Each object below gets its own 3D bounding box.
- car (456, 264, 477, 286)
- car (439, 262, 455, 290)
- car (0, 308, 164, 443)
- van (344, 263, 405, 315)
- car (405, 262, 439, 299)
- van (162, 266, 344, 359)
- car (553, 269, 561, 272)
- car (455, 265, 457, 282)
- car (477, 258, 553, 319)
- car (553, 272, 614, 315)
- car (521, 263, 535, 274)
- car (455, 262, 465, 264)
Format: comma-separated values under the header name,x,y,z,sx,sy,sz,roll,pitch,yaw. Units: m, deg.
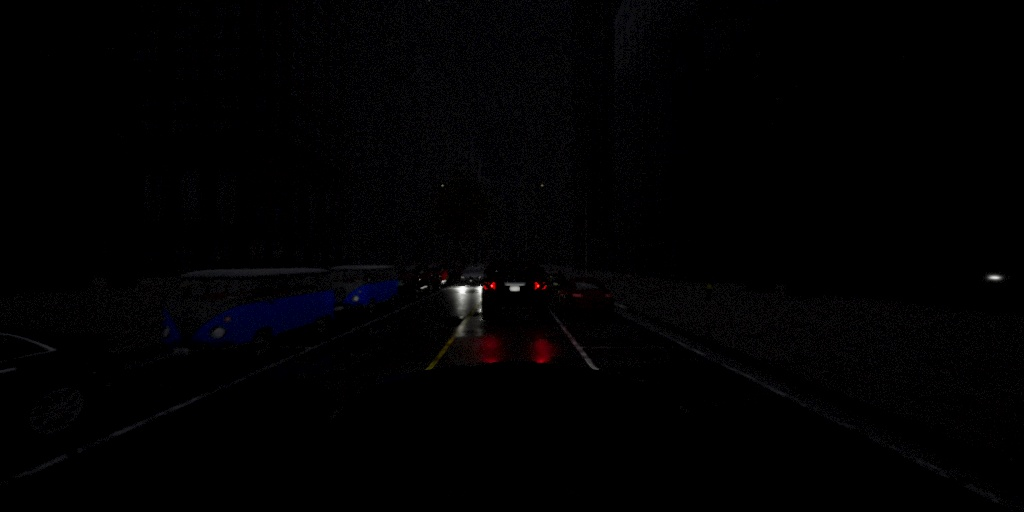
name,x,y,z,sx,sy,sz,roll,pitch,yaw
car,-3.089,1.606,29.248,1.812,1.442,4.674,0,-1,0
car,-5.752,1.349,25.374,2.192,1.841,5.009,0,0,0
car,-5.762,1.312,2.665,2.007,1.370,4.403,0,0,0
van,-5.757,1.238,14.020,1.690,1.789,3.998,0,0,0
car,-5.755,1.280,19.697,2.192,1.841,5.009,0,0,0
van,-5.760,1.170,8.343,1.690,1.789,3.998,0,0,0
car,2.773,1.584,25.377,2.007,1.370,4.403,0,0,0
car,-5.750,1.668,31.051,1.948,1.339,4.313,0,0,0
car,0.097,1.116,13.627,2.150,2.045,5.566,0,0,0
car,2.768,1.480,14.023,1.802,1.307,4.207,0,0,0
car,2.377,1.897,54.828,1.837,1.490,4.892,0,-1,0
car,-5.748,1.486,36.727,2.192,1.841,5.009,0,0,0
